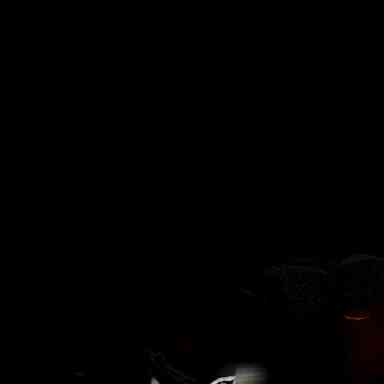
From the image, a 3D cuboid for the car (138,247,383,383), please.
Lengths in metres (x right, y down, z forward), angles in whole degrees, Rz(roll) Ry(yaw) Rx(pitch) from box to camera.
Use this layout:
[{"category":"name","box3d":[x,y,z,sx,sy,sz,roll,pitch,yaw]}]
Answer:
[{"category":"car","box3d":[1.594,1.539,4.398,4.674,1.442,1.812,0,0,-34]}]
